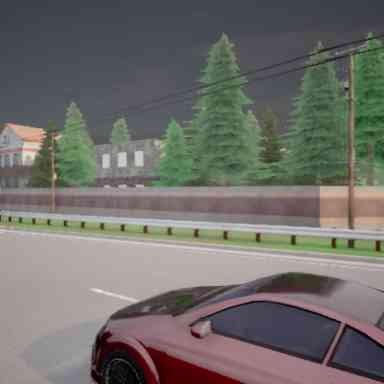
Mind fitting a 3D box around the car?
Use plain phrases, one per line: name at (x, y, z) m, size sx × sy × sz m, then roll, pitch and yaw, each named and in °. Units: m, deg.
car at (0.912, 1.562, 3.342) m, size 4.181 × 1.385 × 1.994 m, roll 0°, pitch 0°, yaw 36°
